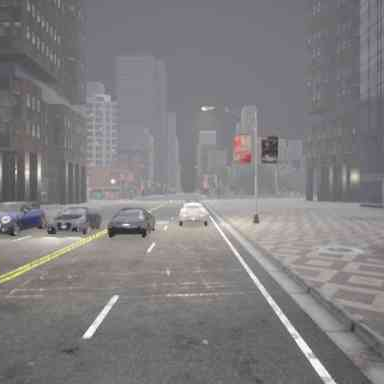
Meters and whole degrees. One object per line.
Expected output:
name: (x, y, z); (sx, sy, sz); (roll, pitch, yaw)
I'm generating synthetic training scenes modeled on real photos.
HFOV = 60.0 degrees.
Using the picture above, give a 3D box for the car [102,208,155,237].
car: (-3.160, 1.545, 17.944); (1.994, 1.385, 4.181); (0, 0, 0)

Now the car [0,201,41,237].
car: (-9.767, 1.332, 17.984); (2.097, 1.767, 4.553); (0, 0, 0)

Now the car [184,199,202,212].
car: (0.080, 1.519, 38.465); (1.994, 1.385, 4.181); (0, 0, 0)

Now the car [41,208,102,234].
car: (-6.510, 1.591, 18.895); (1.994, 1.385, 4.181); (0, 0, 0)

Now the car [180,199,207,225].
car: (0.089, 1.500, 23.845); (1.812, 1.442, 4.674); (0, 0, 0)
